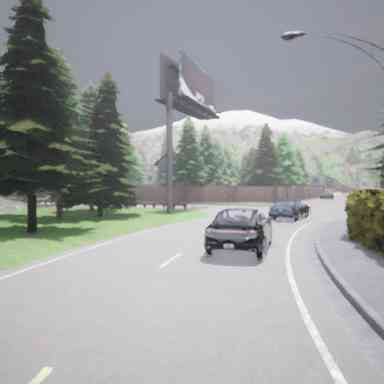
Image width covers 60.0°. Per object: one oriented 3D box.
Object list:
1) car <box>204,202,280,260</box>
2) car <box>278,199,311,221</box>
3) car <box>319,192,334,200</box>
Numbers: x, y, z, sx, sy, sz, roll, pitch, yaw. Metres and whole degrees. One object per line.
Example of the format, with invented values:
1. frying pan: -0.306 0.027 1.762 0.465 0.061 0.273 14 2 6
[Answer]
1. car: 1.799 1.320 11.892 2.128 1.511 4.902 0 1 18
2. car: 6.968 1.206 23.545 2.033 1.411 5.357 1 1 31
3. car: 24.712 0.670 60.958 2.033 1.411 5.357 0 1 30
